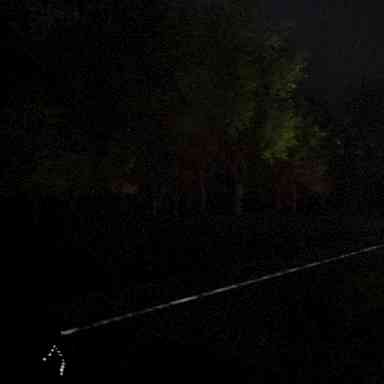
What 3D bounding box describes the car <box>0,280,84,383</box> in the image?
[{"bbox_3d":[-3.364,1.160,1.380,5.566,2.045,2.150,0,1,-41],"label":"car"}]
